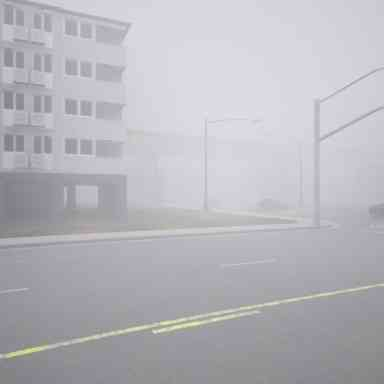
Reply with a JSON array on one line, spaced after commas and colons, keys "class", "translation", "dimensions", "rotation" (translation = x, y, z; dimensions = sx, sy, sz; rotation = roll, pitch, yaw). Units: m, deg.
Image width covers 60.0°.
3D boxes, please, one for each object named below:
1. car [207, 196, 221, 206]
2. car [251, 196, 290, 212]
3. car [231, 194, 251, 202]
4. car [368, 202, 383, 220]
[{"class": "car", "translation": [3.290, 1.506, 54.792], "dimensions": [1.837, 1.490, 4.892], "rotation": [0, 0, -12]}, {"class": "car", "translation": [9.591, 1.506, 39.994], "dimensions": [1.837, 1.490, 4.892], "rotation": [0, 0, -25]}, {"class": "car", "translation": [11.118, 1.540, 75.343], "dimensions": [2.033, 1.411, 5.357], "rotation": [0, 0, 41]}, {"class": "car", "translation": [16.050, 1.491, 25.656], "dimensions": [2.128, 1.511, 4.902], "rotation": [0, 0, -19]}]
